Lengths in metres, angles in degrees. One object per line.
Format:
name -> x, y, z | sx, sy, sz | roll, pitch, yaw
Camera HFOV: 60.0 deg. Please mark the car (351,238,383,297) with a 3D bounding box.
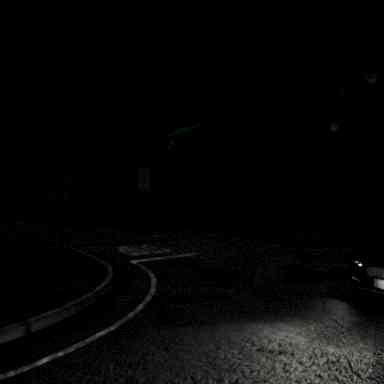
car -> 5.622, 1.498, 7.758 | 4.902, 1.511, 2.128 | 0, 0, -36
